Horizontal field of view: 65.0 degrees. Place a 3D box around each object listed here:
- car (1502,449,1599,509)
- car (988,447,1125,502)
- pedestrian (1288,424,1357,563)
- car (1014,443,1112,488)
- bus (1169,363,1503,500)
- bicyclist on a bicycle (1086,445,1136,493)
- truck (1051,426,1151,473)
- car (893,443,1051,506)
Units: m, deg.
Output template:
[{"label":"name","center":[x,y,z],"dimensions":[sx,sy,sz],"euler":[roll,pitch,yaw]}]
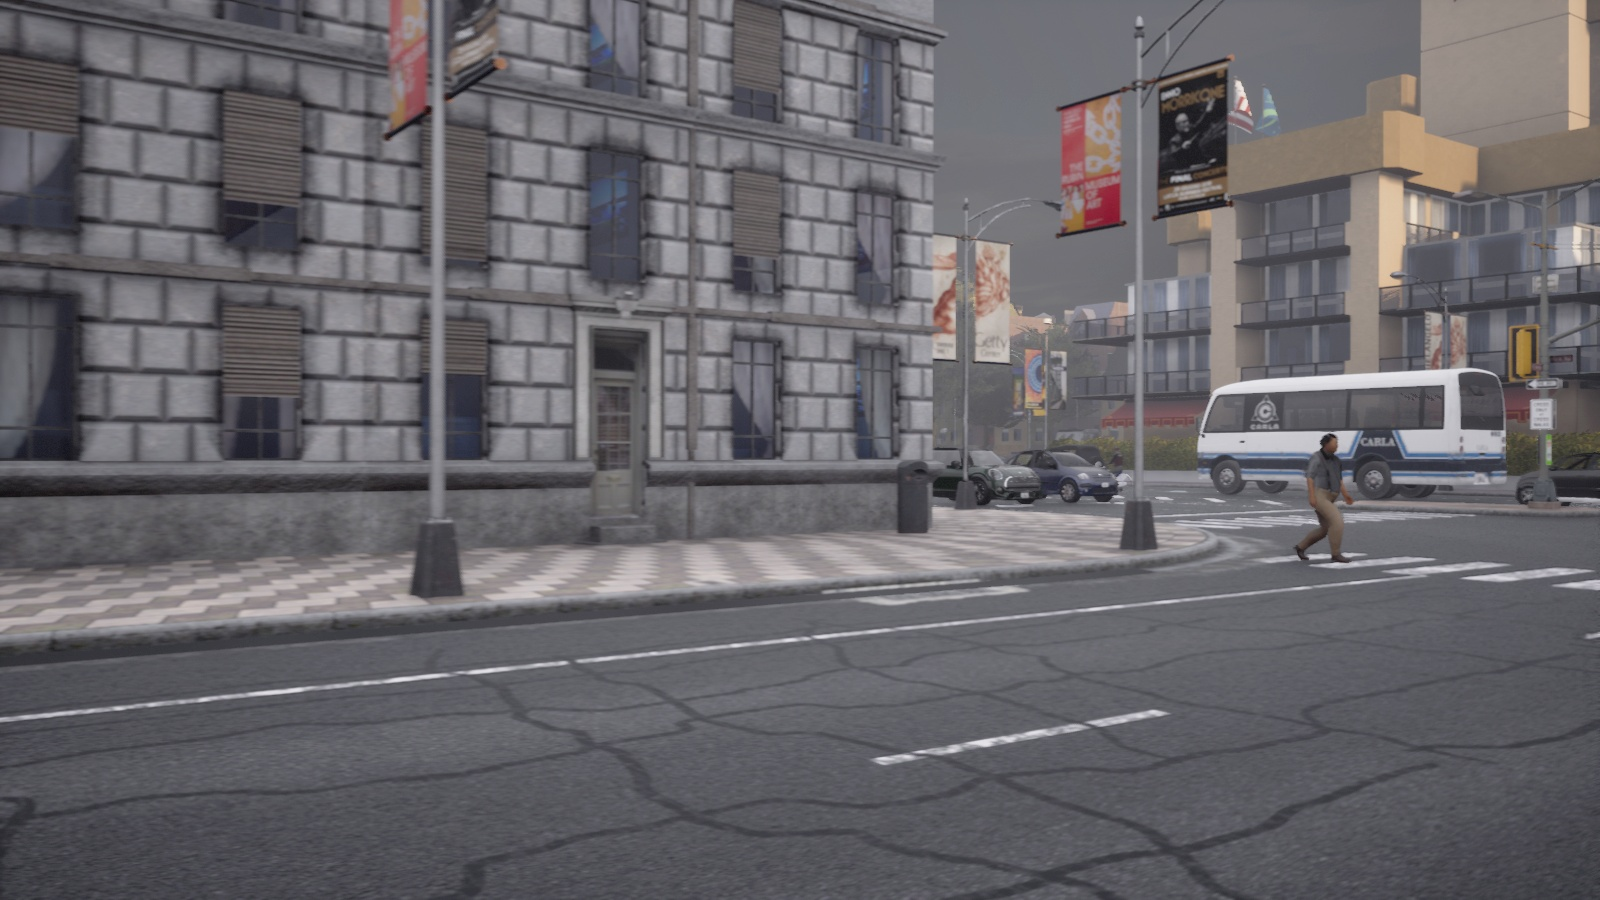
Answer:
[{"label":"car","center":[21.359,0.762,34.027],"dimensions":[1.789,1.549,3.705],"euler":[0,0,-30]},{"label":"car","center":[7.953,0.722,39.241],"dimensions":[1.851,1.617,3.988],"euler":[0,0,-35]},{"label":"pedestrian","center":[7.117,0.578,17.114],"dimensions":[0.540,1.848,0.694],"euler":[0,0,-39]},{"label":"car","center":[11.350,0.650,54.330],"dimensions":[1.905,1.878,3.866],"euler":[0,0,-35]},{"label":"bus","center":[18.491,-0.562,44.262],"dimensions":[3.944,4.253,10.273],"euler":[0,0,-35]},{"label":"bicyclist on a bicycle","center":[11.799,0.707,47.646],"dimensions":[0.659,1.776,1.843],"euler":[0,0,-35]},{"label":"truck","center":[22.942,-0.051,95.571],"dimensions":[7.936,3.462,2.891],"euler":[0,0,-36]},{"label":"car","center":[5.030,0.684,37.312],"dimensions":[2.097,1.767,4.553],"euler":[0,0,-35]}]
